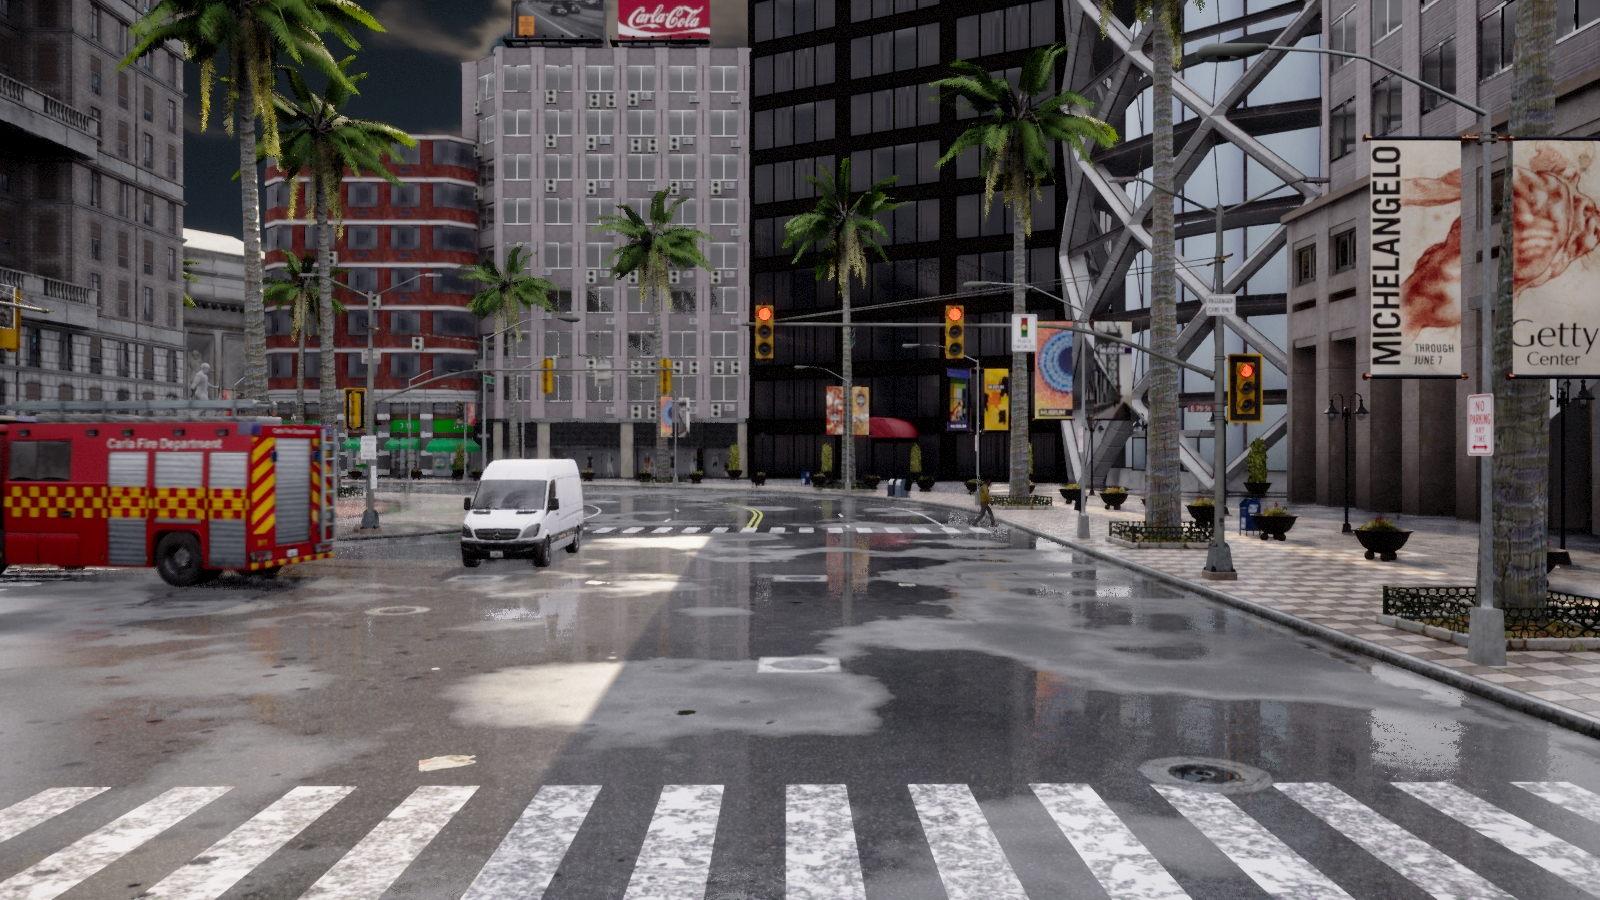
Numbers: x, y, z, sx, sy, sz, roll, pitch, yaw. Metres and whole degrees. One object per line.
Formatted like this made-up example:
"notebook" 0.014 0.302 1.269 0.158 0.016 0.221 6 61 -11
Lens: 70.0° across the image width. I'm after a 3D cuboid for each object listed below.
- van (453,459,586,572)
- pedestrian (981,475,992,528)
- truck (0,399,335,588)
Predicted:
"van" -7.022 1.524 29.296 1.988 2.561 5.915 0 0 0
"pedestrian" 6.622 1.834 40.534 0.375 1.860 0.375 0 0 6
"truck" -14.977 0.881 25.334 8.468 3.827 2.891 0 0 12
